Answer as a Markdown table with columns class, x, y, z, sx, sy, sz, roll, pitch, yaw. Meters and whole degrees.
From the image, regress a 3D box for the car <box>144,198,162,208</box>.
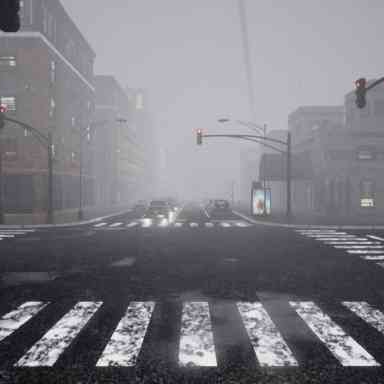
| class | x | y | z | sx | sy | sz | roll | pitch | yaw |
| --- | --- | --- | --- | --- | --- | --- | --- | --- | --- |
| car | -5.668 | 1.571 | 48.876 | 2.008 | 1.369 | 4.403 | 0 | 0 | 0 |

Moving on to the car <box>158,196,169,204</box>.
| class | x | y | z | sx | sy | sz | roll | pitch | yaw |
| --- | --- | --- | --- | --- | --- | --- | --- | --- | --- |
| car | -5.659 | 1.565 | 65.796 | 1.752 | 1.417 | 4.829 | 0 | 0 | 0 |

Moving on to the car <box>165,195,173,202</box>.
| class | x | y | z | sx | sy | sz | roll | pitch | yaw |
| --- | --- | --- | --- | --- | --- | --- | --- | --- | --- |
| car | -5.650 | 1.592 | 82.885 | 1.752 | 1.417 | 4.829 | -1 | 0 | 0 |

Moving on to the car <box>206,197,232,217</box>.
| class | x | y | z | sx | sy | sz | roll | pitch | yaw |
| --- | --- | --- | --- | --- | --- | --- | --- | --- | --- |
| car | 2.701 | 1.446 | 31.793 | 1.967 | 1.590 | 4.097 | 0 | 0 | 0 |

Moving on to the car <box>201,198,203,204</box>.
| class | x | y | z | sx | sy | sz | roll | pitch | yaw |
| --- | --- | --- | --- | --- | --- | --- | --- | --- | --- |
| car | 2.712 | 1.571 | 48.884 | 2.008 | 1.369 | 4.403 | 0 | 0 | 0 |

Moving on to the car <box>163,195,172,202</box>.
| class | x | y | z | sx | sy | sz | roll | pitch | yaw |
| --- | --- | --- | --- | --- | --- | --- | --- | --- | --- |
| car | -5.654 | 1.497 | 77.358 | 1.967 | 1.590 | 4.097 | 0 | 0 | 0 |

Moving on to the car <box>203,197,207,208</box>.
| class | x | y | z | sx | sy | sz | roll | pitch | yaw |
| --- | --- | --- | --- | --- | --- | --- | --- | --- | --- |
| car | 2.709 | 1.597 | 43.187 | 1.802 | 1.307 | 4.206 | 0 | 0 | 0 |

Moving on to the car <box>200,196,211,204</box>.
| class | x | y | z | sx | sy | sz | roll | pitch | yaw |
| --- | --- | --- | --- | --- | --- | --- | --- | --- | --- |
| car | 2.722 | 1.591 | 65.974 | 2.008 | 1.369 | 4.403 | -1 | 0 | 0 |

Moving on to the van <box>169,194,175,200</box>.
| class | x | y | z | sx | sy | sz | roll | pitch | yaw |
| --- | --- | --- | --- | --- | --- | --- | --- | --- | --- |
| van | -5.645 | 1.430 | 94.449 | 1.690 | 1.788 | 3.998 | -1 | 0 | 0 |

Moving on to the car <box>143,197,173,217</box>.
| class | x | y | z | sx | sy | sz | roll | pitch | yaw |
| --- | --- | --- | --- | --- | --- | --- | --- | --- | --- |
| car | -3.084 | 1.510 | 30.925 | 1.837 | 1.490 | 4.892 | 0 | 0 | 0 |

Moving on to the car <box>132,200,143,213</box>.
| class | x | y | z | sx | sy | sz | roll | pitch | yaw |
| --- | --- | --- | --- | --- | --- | --- | --- | --- | --- |
| car | -5.675 | 1.561 | 37.483 | 2.008 | 1.369 | 4.403 | 0 | 0 | 0 |

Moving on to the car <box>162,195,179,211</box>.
| class | x | y | z | sx | sy | sz | roll | pitch | yaw |
| --- | --- | --- | --- | --- | --- | --- | --- | --- | --- |
| car | -3.077 | 1.505 | 40.913 | 2.128 | 1.511 | 4.902 | 0 | 0 | 0 |
